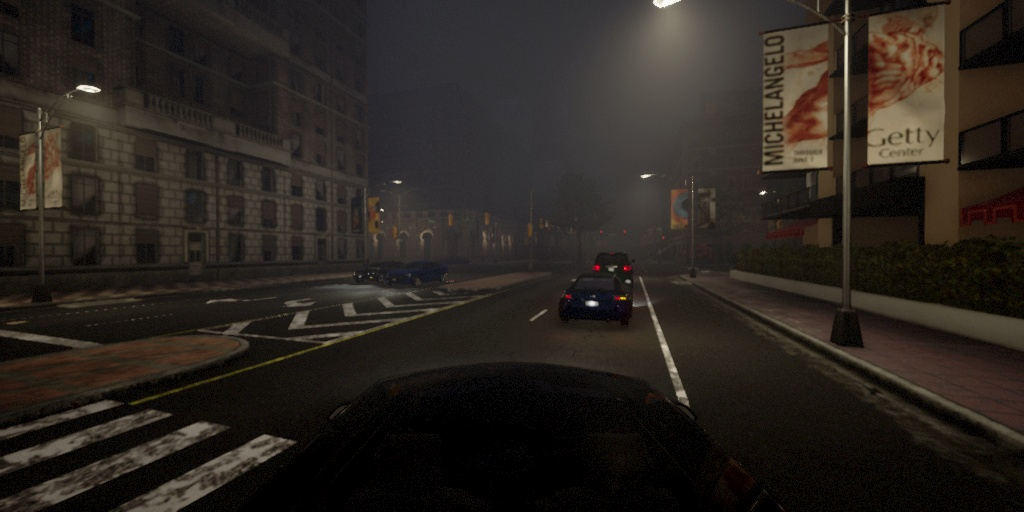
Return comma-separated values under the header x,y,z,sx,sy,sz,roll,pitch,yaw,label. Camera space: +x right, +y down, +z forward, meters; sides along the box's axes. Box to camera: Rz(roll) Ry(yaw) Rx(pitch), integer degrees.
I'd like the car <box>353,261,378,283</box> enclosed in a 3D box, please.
x,y,z,sx,sy,sz,roll,pitch,yaw,label
-8.754,1.047,24.780,1.837,1.490,4.892,0,0,19,car

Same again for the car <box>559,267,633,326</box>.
x,y,z,sx,sy,sz,roll,pitch,yaw,label
2.781,1.214,11.417,1.994,1.385,4.181,0,1,19,car

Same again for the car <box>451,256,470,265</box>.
x,y,z,sx,sy,sz,roll,pitch,yaw,label
-9.684,0.754,59.201,5.357,1.411,2.033,0,1,18,car

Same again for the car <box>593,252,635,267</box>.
x,y,z,sx,sy,sz,roll,pitch,yaw,label
6.034,0.770,21.258,2.150,2.045,5.566,0,1,19,car

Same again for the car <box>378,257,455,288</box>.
x,y,z,sx,sy,sz,roll,pitch,yaw,label
-5.818,1.035,22.539,1.882,1.535,5.008,0,1,19,car
